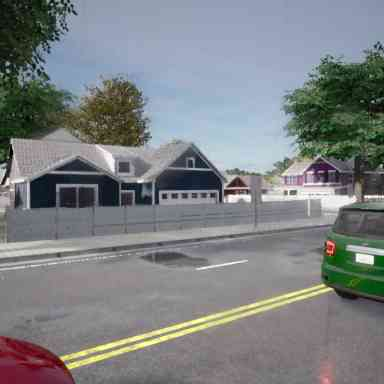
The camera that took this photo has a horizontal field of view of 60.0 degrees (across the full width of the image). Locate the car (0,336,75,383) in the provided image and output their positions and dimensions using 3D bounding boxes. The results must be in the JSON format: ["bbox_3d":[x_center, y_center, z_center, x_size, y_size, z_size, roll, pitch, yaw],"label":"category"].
[{"bbox_3d":[-3.021,1.476,1.287,5.008,1.535,1.882,0,0,-35],"label":"car"}]

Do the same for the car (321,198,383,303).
[{"bbox_3d":[5.102,1.209,7.120,5.566,2.045,2.150,0,0,-35],"label":"car"}]

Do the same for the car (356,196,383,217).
[{"bbox_3d":[17.367,1.304,29.471,2.097,1.767,4.553,-1,0,-35],"label":"car"}]
